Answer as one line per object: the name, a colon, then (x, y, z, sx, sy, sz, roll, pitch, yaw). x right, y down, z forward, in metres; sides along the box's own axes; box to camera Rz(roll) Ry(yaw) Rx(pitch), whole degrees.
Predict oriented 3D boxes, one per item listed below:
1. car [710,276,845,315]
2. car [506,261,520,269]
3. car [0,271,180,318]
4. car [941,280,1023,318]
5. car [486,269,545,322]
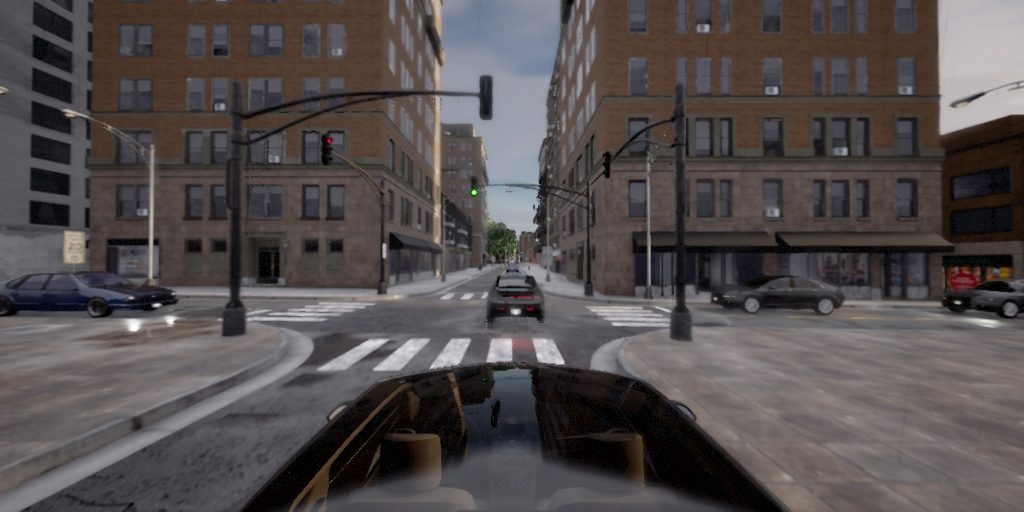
car: (10.950, 1.583, 15.005, 4.892, 1.490, 1.837, 1, -1, 1)
car: (0.096, 1.961, 56.878, 1.994, 1.385, 4.181, 0, -1, 0)
car: (-14.542, 1.226, 12.031, 5.357, 1.411, 2.033, 1, -1, 0)
car: (21.037, 1.751, 14.969, 4.892, 1.490, 1.837, 1, -1, 0)
car: (0.121, 1.397, 12.939, 1.837, 1.490, 4.892, 1, 0, 0)
